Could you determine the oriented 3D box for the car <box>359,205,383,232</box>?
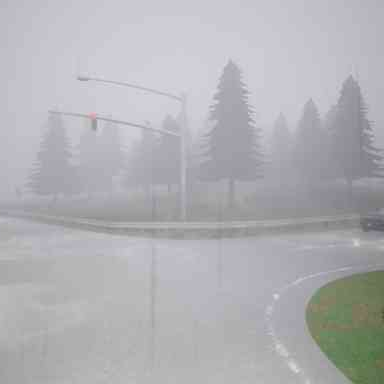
[{"bbox_3d":[10.930,1.226,17.273,5.008,1.535,1.882,-3,1,-24],"label":"car"}]

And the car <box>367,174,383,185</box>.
[{"bbox_3d":[28.162,-2.127,51.084,2.150,2.045,5.566,0,5,25],"label":"car"}]
